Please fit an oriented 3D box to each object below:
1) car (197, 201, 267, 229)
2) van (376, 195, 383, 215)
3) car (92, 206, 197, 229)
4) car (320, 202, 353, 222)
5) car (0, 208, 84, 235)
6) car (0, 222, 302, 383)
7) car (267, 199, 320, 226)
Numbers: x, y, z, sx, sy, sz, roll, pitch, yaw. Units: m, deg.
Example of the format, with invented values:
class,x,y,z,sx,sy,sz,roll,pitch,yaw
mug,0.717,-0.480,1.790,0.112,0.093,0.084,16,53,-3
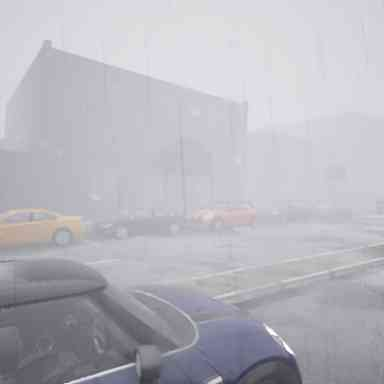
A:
class,x,y,z,sx,sy,sz,roll,pitch,yaw
car,1.992,1.345,20.038,4.553,1.767,2.185,0,0,-36
van,19.927,1.277,32.914,4.442,1.987,1.878,0,0,-36
car,-2.517,1.464,16.802,4.892,1.521,2.231,0,0,-36
car,11.047,1.527,26.539,4.674,1.452,2.002,0,0,-36
car,-7.006,1.454,13.579,5.008,1.535,2.097,0,0,-36
car,-1.190,1.352,2.592,4.553,1.767,2.097,0,0,-36
car,6.481,1.353,23.260,4.553,1.767,2.185,0,0,-36
